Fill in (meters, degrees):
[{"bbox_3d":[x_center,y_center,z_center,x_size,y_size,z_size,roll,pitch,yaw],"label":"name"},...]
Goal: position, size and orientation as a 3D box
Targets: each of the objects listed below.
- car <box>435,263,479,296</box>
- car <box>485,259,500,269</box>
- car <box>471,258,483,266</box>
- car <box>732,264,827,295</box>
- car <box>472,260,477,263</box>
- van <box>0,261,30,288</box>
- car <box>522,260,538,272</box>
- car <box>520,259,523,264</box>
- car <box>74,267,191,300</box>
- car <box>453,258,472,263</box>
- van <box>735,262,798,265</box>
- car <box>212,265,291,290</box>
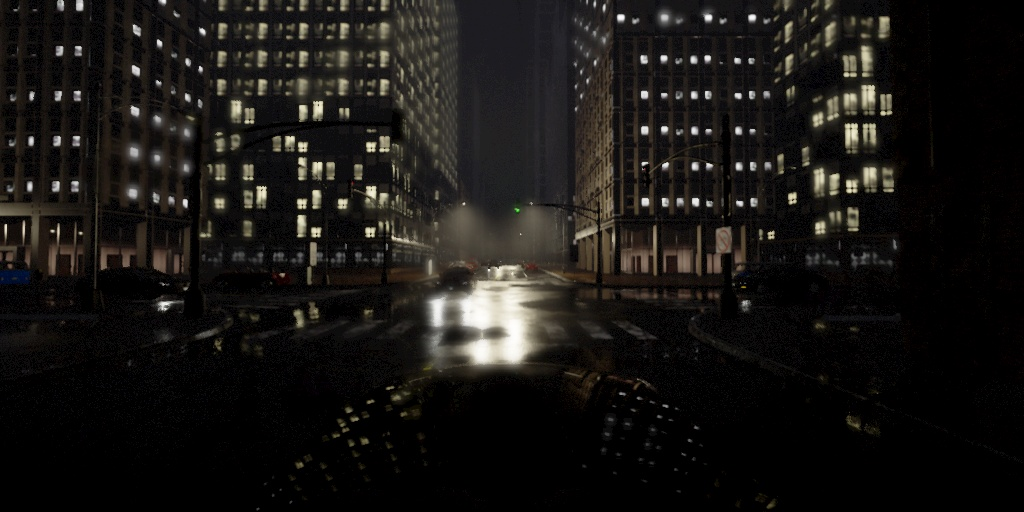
[{"bbox_3d":[-3.010,1.335,20.019,1.812,1.442,4.674,0,0,0],"label":"car"},{"bbox_3d":[-3.031,1.354,60.287,1.837,1.490,4.892,0,0,0],"label":"car"},{"bbox_3d":[-5.715,1.212,49.343,2.192,1.841,5.009,0,0,0],"label":"car"},{"bbox_3d":[14.797,1.369,20.125,4.892,1.490,1.837,-1,-1,0],"label":"car"},{"bbox_3d":[-5.713,1.462,43.768,1.802,1.307,4.207,0,0,0],"label":"car"},{"bbox_3d":[-33.449,1.190,22.780,3.998,1.789,1.690,0,0,0],"label":"van"},{"bbox_3d":[2.666,1.480,49.409,1.802,1.307,4.207,0,0,0],"label":"car"},{"bbox_3d":[2.661,1.458,60.735,1.751,1.417,4.829,0,0,0],"label":"car"},{"bbox_3d":[-17.771,1.268,16.980,4.674,1.442,1.812,0,-1,0],"label":"car"},{"bbox_3d":[-5.709,1.303,38.193,1.967,1.591,4.097,0,0,0],"label":"car"},{"bbox_3d":[15.970,1.267,22.693,3.998,1.789,1.690,0,0,0],"label":"van"},{"bbox_3d":[-16.504,1.313,22.751,4.097,1.591,1.967,0,0,0],"label":"car"}]
